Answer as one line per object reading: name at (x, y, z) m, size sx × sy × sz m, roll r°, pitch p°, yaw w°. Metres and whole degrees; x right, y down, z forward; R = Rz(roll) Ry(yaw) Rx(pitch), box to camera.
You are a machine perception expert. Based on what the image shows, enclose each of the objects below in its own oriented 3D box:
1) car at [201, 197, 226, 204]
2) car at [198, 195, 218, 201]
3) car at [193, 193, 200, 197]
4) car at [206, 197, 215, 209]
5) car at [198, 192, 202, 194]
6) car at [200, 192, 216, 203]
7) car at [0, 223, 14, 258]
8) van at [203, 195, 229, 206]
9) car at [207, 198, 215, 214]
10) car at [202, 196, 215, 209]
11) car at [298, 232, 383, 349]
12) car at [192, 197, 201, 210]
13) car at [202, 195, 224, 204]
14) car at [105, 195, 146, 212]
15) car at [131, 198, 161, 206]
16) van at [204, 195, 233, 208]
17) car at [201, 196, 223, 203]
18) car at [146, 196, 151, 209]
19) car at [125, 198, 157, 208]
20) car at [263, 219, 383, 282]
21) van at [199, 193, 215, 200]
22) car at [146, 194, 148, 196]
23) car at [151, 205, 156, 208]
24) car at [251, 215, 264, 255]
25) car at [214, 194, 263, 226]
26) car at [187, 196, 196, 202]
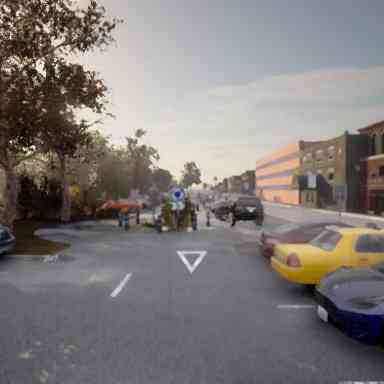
car at (4.393, 1.718, 68.083) m, size 5.008 × 1.535 × 2.097 m, roll 0°, pitch 1°, yaw 0°
car at (4.239, 1.509, 87.863) m, size 5.366 × 1.575 × 1.946 m, roll 0°, pitch 1°, yaw 0°
car at (-0.025, 1.643, 62.207) m, size 2.097 × 1.767 × 4.553 m, roll 0°, pitch 0°, yaw 0°
car at (4.332, 1.678, 39.805) m, size 4.674 × 1.452 × 2.002 m, roll 0°, pitch 0°, yaw 0°
car at (4.383, 1.446, 82.210) m, size 4.553 × 1.767 × 2.185 m, roll 0°, pitch 1°, yaw 0°
car at (4.384, 1.468, 51.110) m, size 5.566 × 2.045 × 2.435 m, roll 0°, pitch 0°, yaw 0°
car at (-8.517, 1.455, 10.956) m, size 4.553 × 1.767 × 2.185 m, roll 0°, pitch -1°, yaw 0°
van at (4.255, 1.550, 59.466) m, size 4.442 × 1.987 × 1.878 m, roll 0°, pitch 0°, yaw 0°
car at (4.294, 1.627, 34.153) m, size 4.792 × 1.488 × 2.163 m, roll 0°, pitch 0°, yaw 0°
car at (4.345, 1.699, 48.282) m, size 5.008 × 1.535 × 2.097 m, roll 0°, pitch 0°, yaw 0°
car at (4.507, 1.560, 5.394) m, size 4.792 × 1.488 × 2.163 m, roll 0°, pitch -1°, yaw 0°
car at (0.001, 1.722, 45.202) m, size 1.812 × 1.442 × 4.674 m, roll 0°, pitch 0°, yaw 0°
car at (4.362, 1.563, 70.908) m, size 4.553 × 1.767 × 2.185 m, roll 0°, pitch 1°, yaw 0°
car at (-8.214, 1.511, 39.795) m, size 4.553 × 1.767 × 2.185 m, roll 0°, pitch 0°, yaw 0°
car at (-8.198, 1.775, 59.446) m, size 5.008 × 1.535 × 2.097 m, roll 0°, pitch -1°, yaw 0°
van at (4.244, 1.514, 53.936) m, size 4.442 × 1.987 × 1.878 m, roll 0°, pitch 0°, yaw 0°
car at (4.396, 1.700, 73.735) m, size 4.674 × 1.452 × 2.002 m, roll 0°, pitch 1°, yaw 0°
car at (-8.235, 1.656, 42.494) m, size 5.008 × 1.535 × 2.097 m, roll 0°, pitch 0°, yaw 0°
car at (-8.186, 1.767, 53.788) m, size 4.792 × 1.488 × 2.163 m, roll 0°, pitch 0°, yaw 0°
car at (4.720, 1.553, 8.177) m, size 5.366 × 1.575 × 1.946 m, roll 0°, pitch -1°, yaw 0°
van at (4.319, 1.228, 93.511) m, size 4.442 × 1.987 × 1.878 m, roll 0°, pitch 1°, yaw 0°
car at (-8.182, 1.506, 56.613) m, size 5.566 × 2.045 × 2.435 m, roll 0°, pitch 0°, yaw 0°
car at (-8.234, 1.699, 48.265) m, size 4.892 × 1.521 × 2.231 m, roll 0°, pitch 0°, yaw 0°
car at (4.517, 1.620, 10.818) m, size 4.674 × 1.452 × 2.002 m, roll -1°, pitch -1°, yaw 0°
car at (3.530, 1.321, 24.711) m, size 2.150 × 2.045 × 5.566 m, roll 2°, pitch 0°, yaw -8°
car at (-0.011, 1.585, 76.946) m, size 2.033 × 1.411 × 5.357 m, roll 0°, pitch 1°, yaw 0°
